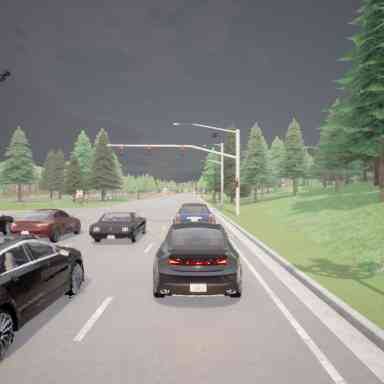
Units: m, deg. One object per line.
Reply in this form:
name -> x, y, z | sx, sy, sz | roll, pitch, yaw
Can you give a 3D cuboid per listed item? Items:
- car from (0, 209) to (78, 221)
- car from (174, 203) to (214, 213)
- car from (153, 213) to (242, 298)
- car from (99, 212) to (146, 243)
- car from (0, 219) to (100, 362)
car -> -6.883, 1.526, 16.008 | 1.812, 1.442, 4.674 | 0, 0, 0
car -> 0.118, 1.352, 17.606 | 2.097, 1.767, 4.553 | 0, 0, 0
car -> 0.109, 1.505, 8.512 | 1.837, 1.490, 4.892 | 0, 0, 0
car -> -3.382, 1.601, 16.162 | 1.895, 1.301, 4.718 | 0, 0, 0
car -> -3.394, 1.492, 5.723 | 2.128, 1.511, 4.902 | 0, 0, 0
